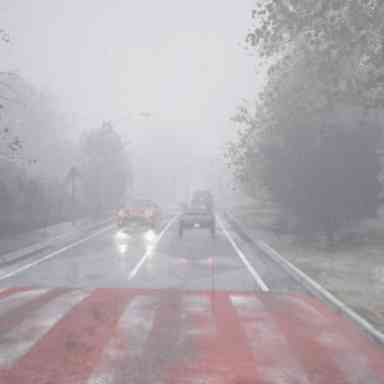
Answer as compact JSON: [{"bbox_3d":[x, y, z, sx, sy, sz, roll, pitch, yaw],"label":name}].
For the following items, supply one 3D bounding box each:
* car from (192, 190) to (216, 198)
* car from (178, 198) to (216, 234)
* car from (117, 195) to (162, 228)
[{"bbox_3d":[1.264,0.855,35.429,2.150,2.045,5.566,0,-1,7],"label":"car"},{"bbox_3d":[0.272,1.312,18.042,2.128,1.511,4.902,0,1,1],"label":"car"},{"bbox_3d":[-3.088,1.131,20.353,2.097,1.767,4.553,0,1,2],"label":"car"}]
